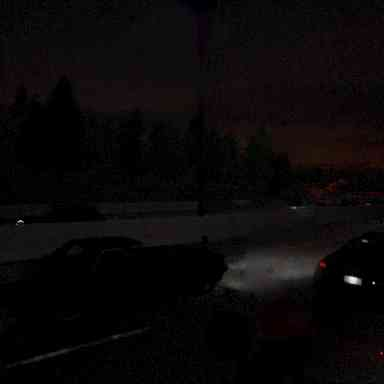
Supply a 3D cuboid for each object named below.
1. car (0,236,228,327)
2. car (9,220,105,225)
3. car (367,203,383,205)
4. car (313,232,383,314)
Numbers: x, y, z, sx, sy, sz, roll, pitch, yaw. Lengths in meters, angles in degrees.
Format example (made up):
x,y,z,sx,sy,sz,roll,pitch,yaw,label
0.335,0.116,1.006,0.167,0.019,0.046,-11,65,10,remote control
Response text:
x,y,z,sx,sy,sz,roll,pitch,yaw,label
-1.487,1.620,7.092,4.718,1.301,1.895,0,0,-36,car
-6.668,1.395,16.569,4.553,1.767,2.097,0,0,-37,car
27.180,1.688,48.967,1.837,1.490,4.892,0,0,39,car
4.521,1.584,7.300,4.181,1.385,1.994,0,0,-38,car
